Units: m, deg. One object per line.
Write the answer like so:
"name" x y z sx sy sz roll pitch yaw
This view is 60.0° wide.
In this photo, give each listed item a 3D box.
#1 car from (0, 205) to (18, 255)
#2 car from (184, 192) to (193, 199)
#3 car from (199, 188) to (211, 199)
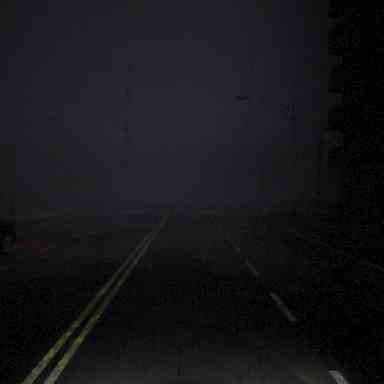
"car" -7.180 1.379 9.882 1.882 1.535 5.008 0 1 0
"car" -0.731 0.599 69.674 1.895 1.301 4.718 0 1 -1
"car" 2.767 0.212 69.706 2.150 2.045 5.566 0 1 -1
